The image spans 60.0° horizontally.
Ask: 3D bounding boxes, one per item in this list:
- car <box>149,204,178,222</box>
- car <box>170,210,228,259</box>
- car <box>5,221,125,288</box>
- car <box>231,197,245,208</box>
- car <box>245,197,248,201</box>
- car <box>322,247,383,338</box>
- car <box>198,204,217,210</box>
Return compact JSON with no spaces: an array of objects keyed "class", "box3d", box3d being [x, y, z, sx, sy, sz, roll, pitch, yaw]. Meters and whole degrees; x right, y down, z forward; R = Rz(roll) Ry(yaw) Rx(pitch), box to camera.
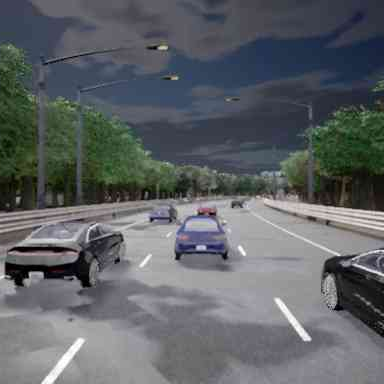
[{"class":"car","box3d":[-2.346,1.759,28.214,2.033,1.411,5.357,0,0,4]},{"class":"car","box3d":[0.364,1.624,12.864,1.812,1.442,4.674,0,0,2]},{"class":"car","box3d":[-3.236,1.561,9.455,2.128,1.511,4.902,0,0,1]},{"class":"car","box3d":[7.677,1.924,56.744,1.837,1.490,4.892,0,0,8]},{"class":"car","box3d":[11.716,2.106,79.873,2.128,1.511,4.902,0,0,12]},{"class":"car","box3d":[3.556,1.533,4.956,2.128,1.511,4.902,0,0,1]},{"class":"car","box3d":[1.615,1.857,33.853,1.895,1.301,4.718,0,0,5]}]
